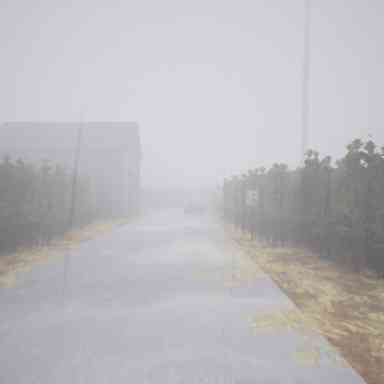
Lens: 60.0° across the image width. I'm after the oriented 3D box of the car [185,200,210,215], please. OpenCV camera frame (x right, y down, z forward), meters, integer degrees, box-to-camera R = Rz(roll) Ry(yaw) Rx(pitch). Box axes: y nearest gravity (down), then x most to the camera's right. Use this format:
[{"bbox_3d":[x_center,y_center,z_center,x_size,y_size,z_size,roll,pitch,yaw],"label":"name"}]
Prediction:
[{"bbox_3d":[0.674,1.748,40.299,2.097,1.767,4.553,0,0,15],"label":"car"}]
